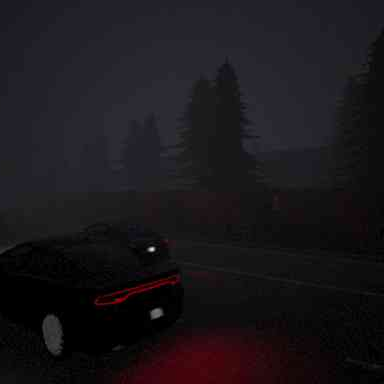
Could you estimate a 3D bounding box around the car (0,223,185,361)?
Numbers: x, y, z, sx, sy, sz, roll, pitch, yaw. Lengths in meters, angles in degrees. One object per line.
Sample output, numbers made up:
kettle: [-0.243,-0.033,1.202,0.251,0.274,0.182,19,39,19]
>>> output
car: [-2.408,1.532,6.124,5.008,1.535,1.882,-1,0,39]

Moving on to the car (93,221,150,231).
car: [-2.662,1.654,10.969,4.181,1.385,1.994,-1,-1,41]

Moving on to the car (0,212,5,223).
car: [-15.480,1.852,25.076,1.895,1.301,4.718,0,0,-36]
